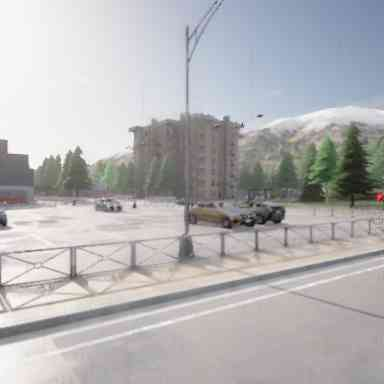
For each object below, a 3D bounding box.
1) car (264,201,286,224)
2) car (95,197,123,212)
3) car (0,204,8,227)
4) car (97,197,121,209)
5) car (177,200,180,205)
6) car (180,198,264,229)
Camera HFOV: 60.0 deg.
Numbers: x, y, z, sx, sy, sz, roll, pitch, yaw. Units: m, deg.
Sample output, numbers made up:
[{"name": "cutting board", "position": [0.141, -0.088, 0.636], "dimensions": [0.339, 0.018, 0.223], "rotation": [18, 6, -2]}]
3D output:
[{"name": "car", "position": [4.251, 1.362, 22.880], "dimensions": [2.007, 1.523, 4.514], "rotation": [0, 0, -36]}, {"name": "car", "position": [-9.069, 1.404, 36.220], "dimensions": [1.970, 1.475, 3.806], "rotation": [0, 0, -36]}, {"name": "car", "position": [-12.358, 1.323, 20.288], "dimensions": [1.845, 1.501, 3.633], "rotation": [0, 0, -36]}, {"name": "car", "position": [-10.998, 1.397, 43.981], "dimensions": [1.845, 1.501, 3.633], "rotation": [0, 0, -36]}, {"name": "car", "position": [-0.293, 1.588, 52.943], "dimensions": [2.033, 1.411, 5.357], "rotation": [0, 0, -36]}, {"name": "car", "position": [1.739, 1.349, 21.001], "dimensions": [2.152, 1.636, 5.027], "rotation": [0, 0, -36]}]
